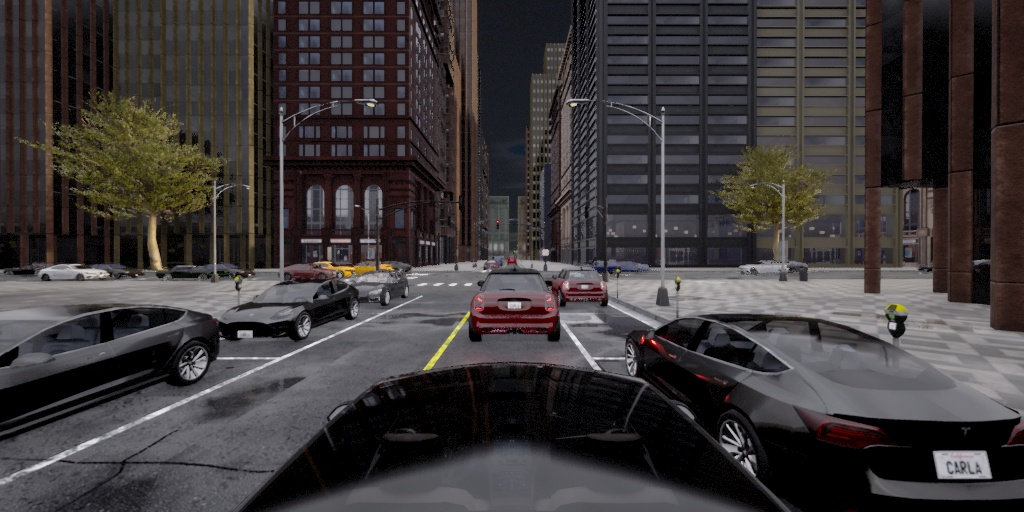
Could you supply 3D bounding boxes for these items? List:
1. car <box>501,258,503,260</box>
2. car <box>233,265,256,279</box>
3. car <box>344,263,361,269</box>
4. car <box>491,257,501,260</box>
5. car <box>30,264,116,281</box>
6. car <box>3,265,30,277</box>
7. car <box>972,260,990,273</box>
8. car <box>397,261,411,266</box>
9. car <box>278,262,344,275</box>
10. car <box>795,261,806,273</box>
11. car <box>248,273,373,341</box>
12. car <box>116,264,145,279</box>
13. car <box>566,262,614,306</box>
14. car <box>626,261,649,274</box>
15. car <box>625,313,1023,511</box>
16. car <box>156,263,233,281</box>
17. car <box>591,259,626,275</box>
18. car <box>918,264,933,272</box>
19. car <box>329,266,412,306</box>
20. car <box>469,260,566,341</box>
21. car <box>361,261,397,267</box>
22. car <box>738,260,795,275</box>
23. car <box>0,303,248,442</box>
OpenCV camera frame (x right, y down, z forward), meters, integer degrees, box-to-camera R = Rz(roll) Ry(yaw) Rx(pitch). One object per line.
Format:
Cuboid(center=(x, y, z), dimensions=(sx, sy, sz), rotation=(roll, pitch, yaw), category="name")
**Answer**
Cuboid(center=(-3.031, 1.396, 61.369), dimensions=(1.895, 1.301, 4.718), rotation=(0, 0, 0), category="car")
Cuboid(center=(-27.259, 1.388, 33.640), dimensions=(5.357, 1.411, 2.033), rotation=(0, 0, 0), category="car")
Cuboid(center=(-17.317, 1.290, 33.647), dimensions=(5.008, 1.535, 1.882), rotation=(0, 0, 1), category="car")
Cuboid(center=(-3.028, 1.309, 52.012), dimensions=(1.812, 1.442, 4.674), rotation=(0, 0, 1), category="car")
Cuboid(center=(-37.103, 1.408, 30.383), dimensions=(4.674, 1.442, 1.812), rotation=(0, 0, 0), category="car")
Cuboid(center=(-49.173, 1.488, 37.058), dimensions=(4.718, 1.301, 1.895), rotation=(0, 0, 0), category="car")
Cuboid(center=(48.444, 1.160, 37.100), dimensions=(4.892, 1.490, 1.837), rotation=(0, 0, 0), category="car")
Cuboid(center=(-13.740, 1.276, 40.356), dimensions=(4.892, 1.490, 1.837), rotation=(0, 0, 0), category="car")
Cuboid(center=(-17.243, 1.353, 30.401), dimensions=(4.674, 1.442, 1.812), rotation=(0, 0, -2), category="car")
Cuboid(center=(30.652, 1.194, 40.413), dimensions=(4.674, 1.442, 1.812), rotation=(0, 0, 0), category="car")
Cuboid(center=(-5.756, 1.318, 9.915), dimensions=(1.948, 1.339, 4.313), rotation=(0, 0, 0), category="car")
Cuboid(center=(-37.893, 1.417, 33.625), dimensions=(5.357, 1.411, 2.033), rotation=(0, 0, -1), category="car")
Cuboid(center=(2.773, 1.194, 15.546), dimensions=(1.967, 1.591, 4.097), rotation=(0, 0, 0), category="car")
Cuboid(center=(12.586, 1.255, 40.391), dimensions=(5.357, 1.411, 2.033), rotation=(0, 0, 0), category="car")
Cuboid(center=(2.764, 1.316, 4.274), dimensions=(1.948, 1.339, 4.313), rotation=(0, 0, 0), category="car")
Cuboid(center=(-27.004, 1.455, 30.389), dimensions=(4.718, 1.301, 1.895), rotation=(0, 0, 0), category="car")
Cuboid(center=(8.826, 1.083, 36.832), dimensions=(4.553, 1.767, 2.097), rotation=(0, 0, -4), category="car")
Cuboid(center=(49.199, 1.249, 40.342), dimensions=(5.357, 1.411, 2.033), rotation=(0, 0, 0), category="car")
Cuboid(center=(-5.752, 1.305, 15.552), dimensions=(2.007, 1.370, 4.403), rotation=(0, 0, 0), category="car")
Cuboid(center=(0.074, 1.105, 10.009), dimensions=(2.097, 1.767, 4.553), rotation=(0, 0, 1), category="car")
Cuboid(center=(-14.969, 1.268, 37.106), dimensions=(5.008, 1.535, 1.882), rotation=(0, 0, 0), category="car")
Cuboid(center=(25.986, 1.219, 37.159), dimensions=(4.674, 1.442, 1.812), rotation=(0, 0, 0), category="car")
Cuboid(center=(-5.761, 1.316, 4.279), dimensions=(1.948, 1.339, 4.313), rotation=(0, 0, 0), category="car")
